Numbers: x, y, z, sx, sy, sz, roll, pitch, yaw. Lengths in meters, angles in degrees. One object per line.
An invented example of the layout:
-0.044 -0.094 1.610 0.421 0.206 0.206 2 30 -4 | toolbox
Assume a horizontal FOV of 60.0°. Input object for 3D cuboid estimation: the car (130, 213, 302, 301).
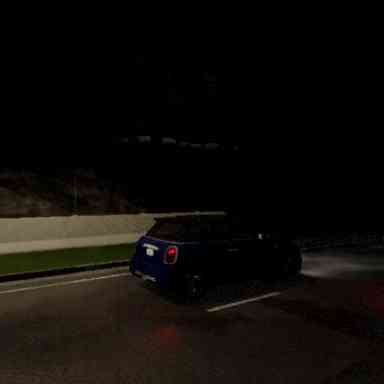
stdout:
0.791 1.382 8.657 4.553 1.767 2.097 1 0 -35 | car
